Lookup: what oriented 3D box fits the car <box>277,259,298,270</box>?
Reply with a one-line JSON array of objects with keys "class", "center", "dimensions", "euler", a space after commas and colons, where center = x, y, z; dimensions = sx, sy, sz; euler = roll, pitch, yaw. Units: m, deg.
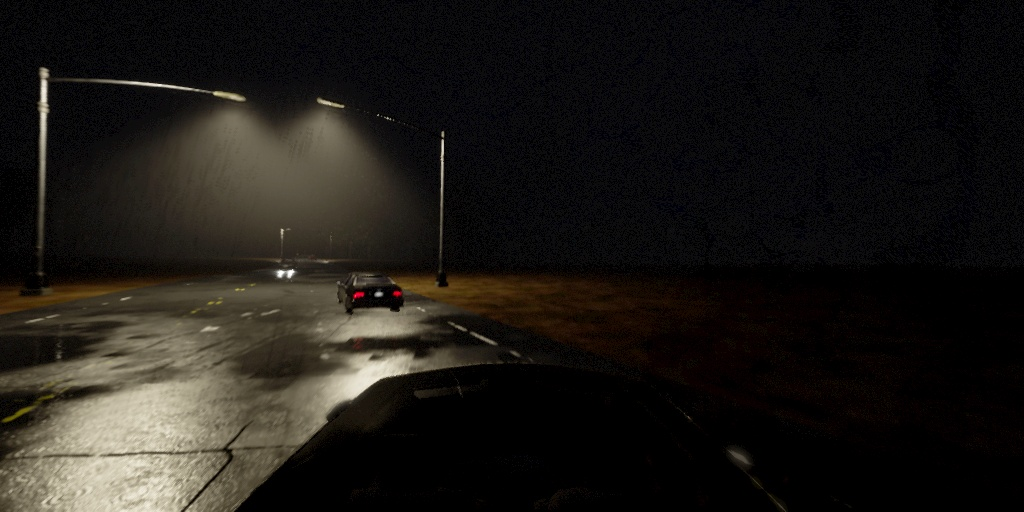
[{"class": "car", "center": [-29.140, 1.087, 46.727], "dimensions": [2.128, 1.511, 4.902], "euler": [1, 0, -24]}]

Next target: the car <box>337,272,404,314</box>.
[{"class": "car", "center": [-5.631, 1.309, 13.980], "dimensions": [2.033, 1.411, 5.357], "euler": [1, -1, -30]}]
